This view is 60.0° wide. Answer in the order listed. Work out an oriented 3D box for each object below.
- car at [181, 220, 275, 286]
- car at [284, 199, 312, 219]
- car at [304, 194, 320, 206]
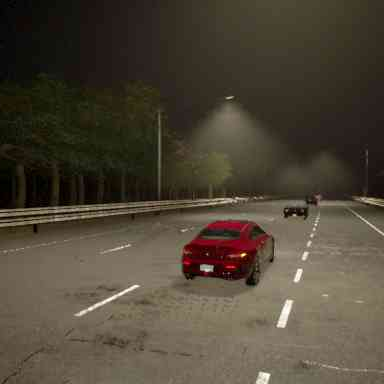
[{"bbox_3d":[1.200,1.528,9.511,1.812,1.442,4.674,0,0,22],"label":"car"},{"bbox_3d":[9.470,1.612,29.913,1.895,1.301,4.718,0,0,22],"label":"car"},{"bbox_3d":[19.778,1.398,55.323,2.097,1.767,4.553,0,0,22],"label":"car"}]
